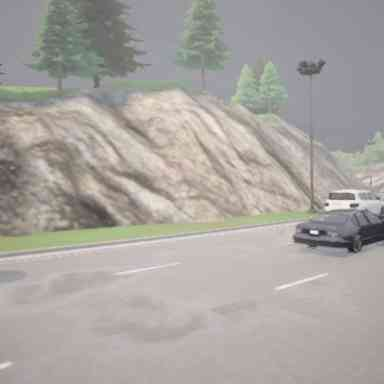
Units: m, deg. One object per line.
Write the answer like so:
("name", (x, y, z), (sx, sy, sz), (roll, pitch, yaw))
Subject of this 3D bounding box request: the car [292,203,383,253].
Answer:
("car", (6.014, 1.352, 12.726), (5.357, 1.411, 2.033), (-1, 1, -40))

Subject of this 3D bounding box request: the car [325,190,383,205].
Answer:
("car", (10.525, 0.887, 21.396), (5.566, 2.045, 2.150), (-2, 1, -44))
